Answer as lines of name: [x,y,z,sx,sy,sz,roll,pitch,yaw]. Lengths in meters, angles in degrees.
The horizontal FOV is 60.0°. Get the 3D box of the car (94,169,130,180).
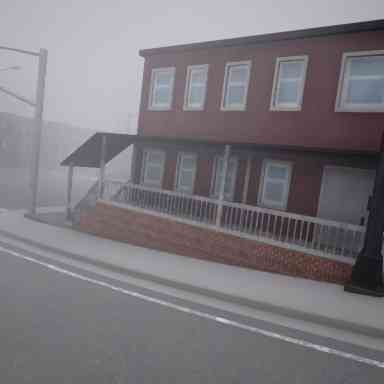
car: [-10.903,-2.463,46.287,2.033,1.411,5.357,10,6,36]
